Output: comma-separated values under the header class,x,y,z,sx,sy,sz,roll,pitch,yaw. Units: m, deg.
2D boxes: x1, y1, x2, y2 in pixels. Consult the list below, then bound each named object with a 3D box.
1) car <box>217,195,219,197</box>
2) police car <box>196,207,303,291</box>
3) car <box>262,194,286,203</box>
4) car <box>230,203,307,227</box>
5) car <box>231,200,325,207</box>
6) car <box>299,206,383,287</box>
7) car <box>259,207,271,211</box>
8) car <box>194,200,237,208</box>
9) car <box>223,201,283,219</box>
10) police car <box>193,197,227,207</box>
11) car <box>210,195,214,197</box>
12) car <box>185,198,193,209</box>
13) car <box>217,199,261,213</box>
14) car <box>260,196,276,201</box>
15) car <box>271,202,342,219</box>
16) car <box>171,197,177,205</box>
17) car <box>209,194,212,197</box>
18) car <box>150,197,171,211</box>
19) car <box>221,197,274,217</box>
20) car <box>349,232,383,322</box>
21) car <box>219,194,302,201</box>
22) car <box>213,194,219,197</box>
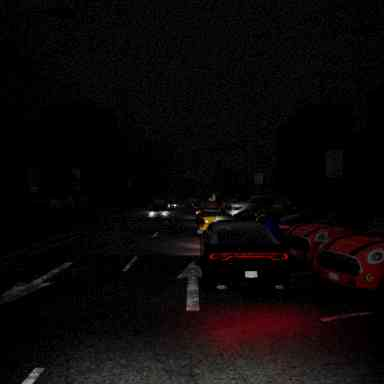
class,x,y,z,sx,sy,sz,roll,pitch,yaw
car,5.394,1.415,35.356,4.553,1.767,2.185,1,0,-20
police car,1.177,1.428,9.170,1.930,1.638,5.238,0,0,0
car,18.467,1.445,75.390,2.435,2.045,5.566,0,0,-21
car,5.350,1.538,23.338,4.792,1.488,2.163,1,0,-20
car,5.192,1.497,20.281,5.366,1.575,1.946,1,0,-20
car,5.355,1.363,8.348,4.553,1.767,2.185,1,0,-20
car,5.339,1.534,14.345,4.674,1.452,2.002,1,0,-20
car,1.207,1.471,19.250,1.801,1.575,5.366,0,0,0
car,5.377,1.552,29.340,4.792,1.488,2.163,1,0,-20
police car,1.227,1.453,25.170,1.930,1.638,5.238,0,0,0
car,5.444,1.572,44.375,5.008,1.535,2.097,1,0,-20
car,0.100,1.574,47.140,1.882,1.535,5.008,0,0,1
car,5.436,1.591,38.363,4.674,1.452,2.002,1,0,-20
car,21.086,1.794,92.446,2.163,1.488,4.792,0,-1,-21
car,5.365,1.366,11.349,4.553,1.767,2.185,1,0,-20
car,-3.880,1.723,64.016,1.994,1.385,4.181,0,0,1
car,5.483,1.376,59.413,5.566,2.045,2.435,1,0,-20
car,-4.057,1.553,41.345,1.882,1.535,5.008,0,0,0
car,5.383,1.405,32.354,4.553,1.767,2.185,1,0,-20
car,5.286,1.516,5.328,4.792,1.488,2.163,1,0,-20
car,5.368,1.264,26.340,5.566,2.045,2.435,1,0,-20
car,5.478,1.436,41.372,4.553,1.767,2.185,1,0,-20
